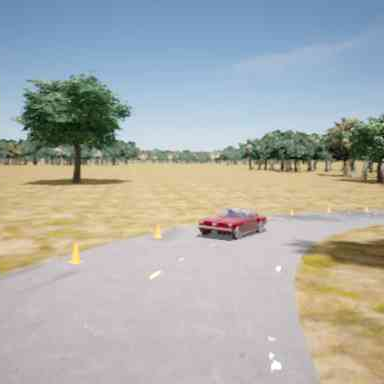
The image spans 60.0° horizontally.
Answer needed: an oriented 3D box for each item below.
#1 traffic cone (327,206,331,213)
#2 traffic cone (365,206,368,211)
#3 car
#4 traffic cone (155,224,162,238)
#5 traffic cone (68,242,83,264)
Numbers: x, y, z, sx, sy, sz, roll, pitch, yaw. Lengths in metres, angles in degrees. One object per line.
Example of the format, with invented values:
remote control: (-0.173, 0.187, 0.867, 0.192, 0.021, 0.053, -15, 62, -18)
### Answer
traffic cone: (12.682, 1.613, 30.782, 0.340, 0.580, 0.340, 0, 4, -31)
traffic cone: (17.466, 1.632, 33.260, 0.340, 0.580, 0.340, 0, 4, -23)
car: (2.130, 1.474, 16.640, 1.895, 1.301, 4.718, 3, 2, 31)
traffic cone: (-1.508, 1.737, 14.920, 0.340, 0.580, 0.340, 3, 2, 25)
traffic cone: (-3.445, 1.787, 9.883, 0.340, 0.580, 0.340, 2, 1, 17)
